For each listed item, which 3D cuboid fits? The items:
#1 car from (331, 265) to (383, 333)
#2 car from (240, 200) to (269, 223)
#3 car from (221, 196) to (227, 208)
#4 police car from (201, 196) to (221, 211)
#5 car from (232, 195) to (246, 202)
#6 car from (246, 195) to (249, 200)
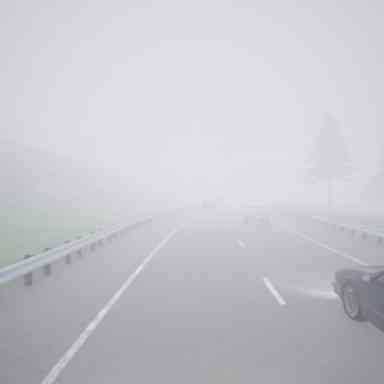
[{"bbox_3d":[3.671,1.567,4.234,2.033,1.411,5.357,0,0,1],"label":"car"},{"bbox_3d":[4.959,1.615,26.201,1.812,1.442,4.674,0,0,5],"label":"car"},{"bbox_3d":[3.932,1.694,52.154,1.812,1.442,4.674,0,0,11],"label":"car"},{"bbox_3d":[2.265,1.561,42.432,1.930,1.638,5.238,0,0,9],"label":"police car"},{"bbox_3d":[10.647,1.425,76.807,2.097,1.767,4.553,0,0,15],"label":"car"},{"bbox_3d":[14.469,1.647,91.390,2.128,1.511,4.902,0,0,15],"label":"car"}]
